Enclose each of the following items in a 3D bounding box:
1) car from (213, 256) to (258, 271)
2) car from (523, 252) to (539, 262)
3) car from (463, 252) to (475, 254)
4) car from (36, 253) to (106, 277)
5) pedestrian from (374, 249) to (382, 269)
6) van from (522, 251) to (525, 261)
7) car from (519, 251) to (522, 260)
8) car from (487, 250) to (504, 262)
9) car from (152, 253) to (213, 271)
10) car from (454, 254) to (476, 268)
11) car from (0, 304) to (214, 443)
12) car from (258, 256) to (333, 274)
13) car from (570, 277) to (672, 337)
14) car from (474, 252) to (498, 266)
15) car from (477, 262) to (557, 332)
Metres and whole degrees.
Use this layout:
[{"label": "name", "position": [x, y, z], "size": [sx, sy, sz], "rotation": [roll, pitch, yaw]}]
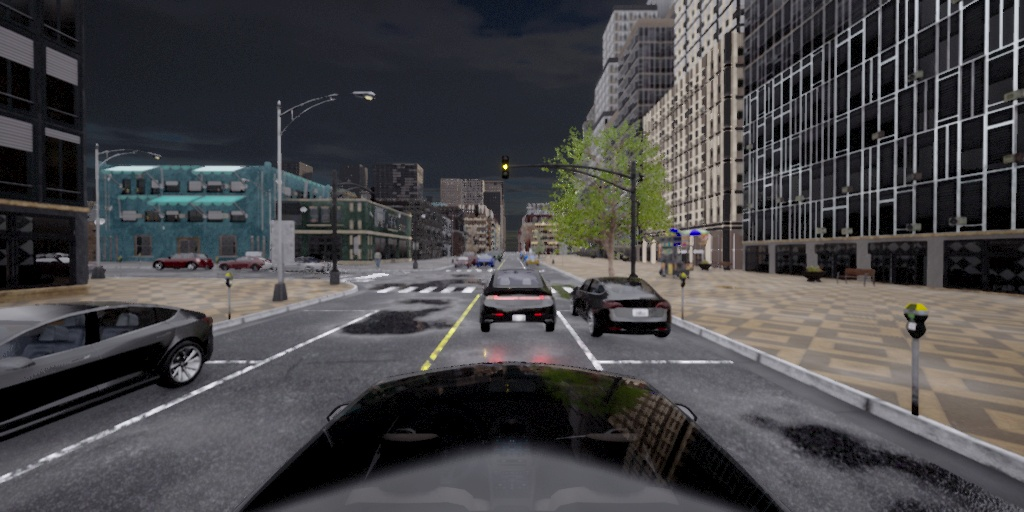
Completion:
[{"label": "car", "position": [-22.815, 0.630, 31.000], "size": [4.207, 1.307, 1.802], "rotation": [0, 0, -1]}, {"label": "car", "position": [2.701, 0.557, 47.806], "size": [1.751, 1.417, 4.829], "rotation": [0, 0, 0]}, {"label": "car", "position": [-5.680, 0.346, 47.636], "size": [2.192, 1.841, 5.009], "rotation": [0, 0, 0]}, {"label": "car", "position": [-28.246, 0.653, 22.543], "size": [4.207, 1.307, 1.802], "rotation": [0, 0, -1]}, {"label": "pedestrian", "position": [-12.742, 0.280, 34.074], "size": [0.375, 1.860, 0.375], "rotation": [0, 0, -1]}, {"label": "van", "position": [2.702, 0.286, 53.187], "size": [1.690, 1.789, 3.998], "rotation": [0, 0, 0]}, {"label": "car", "position": [2.704, 0.323, 64.287], "size": [2.007, 1.370, 4.403], "rotation": [0, 0, 0]}, {"label": "car", "position": [-3.000, 0.028, 62.198], "size": [2.150, 2.045, 5.566], "rotation": [0, 1, 0]}, {"label": "car", "position": [-28.363, 0.420, 30.922], "size": [4.097, 1.591, 1.967], "rotation": [0, 0, -1]}, {"label": "car", "position": [-5.681, 0.700, 42.085], "size": [1.802, 1.307, 4.207], "rotation": [0, 0, 0]}, {"label": "car", "position": [-5.689, 1.279, 4.075], "size": [1.948, 1.339, 4.313], "rotation": [0, 0, 0]}, {"label": "car", "position": [-17.021, 0.746, 28.545], "size": [4.718, 1.301, 1.895], "rotation": [1, 1, -1]}, {"label": "car", "position": [2.692, 1.192, 9.612], "size": [1.948, 1.339, 4.313], "rotation": [0, 0, 0]}, {"label": "car", "position": [-3.076, 0.583, 42.923], "size": [1.882, 1.535, 5.008], "rotation": [0, 1, 2]}, {"label": "car", "position": [0.112, 1.107, 10.270], "size": [2.128, 1.511, 4.902], "rotation": [0, 1, -1]}]
